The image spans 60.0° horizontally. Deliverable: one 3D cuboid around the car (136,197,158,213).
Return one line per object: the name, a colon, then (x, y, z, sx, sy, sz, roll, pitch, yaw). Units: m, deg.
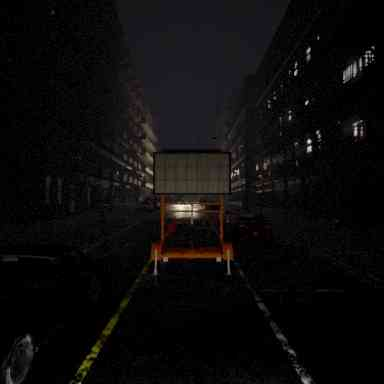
car: (-5.276, 1.615, 37.817, 1.752, 1.417, 4.829, 2, 0, 0)

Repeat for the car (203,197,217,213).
car: (2.604, 1.634, 37.919, 1.887, 1.381, 4.507, 1, 0, 0)

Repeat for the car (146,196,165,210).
car: (-5.267, 1.423, 43.519, 2.192, 1.841, 5.009, 2, 0, 0)

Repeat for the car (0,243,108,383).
car: (-2.850, 1.609, 5.340, 1.895, 1.301, 4.718, 0, 0, 0)

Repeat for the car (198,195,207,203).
car: (2.597, 1.598, 82.167, 2.192, 1.841, 5.009, 1, 0, 0)

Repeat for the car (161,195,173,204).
car: (-5.254, 1.541, 71.170, 2.192, 1.841, 5.009, 1, 0, 0)

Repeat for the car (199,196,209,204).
car: (2.631, 1.666, 71.105, 1.967, 1.590, 4.097, 1, 0, 0)

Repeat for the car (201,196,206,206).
car: (2.606, 1.658, 43.451, 2.008, 1.369, 4.403, 1, 0, 0)

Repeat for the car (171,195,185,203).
car: (-2.714, 1.446, 70.950, 2.150, 2.045, 5.566, 0, 0, 0)

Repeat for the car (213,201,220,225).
car: (2.596, 1.566, 21.499, 1.752, 1.417, 4.829, 1, 0, 0)

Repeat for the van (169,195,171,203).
van: (-5.261, 1.515, 60.109, 1.690, 1.788, 3.998, 1, 0, 0)

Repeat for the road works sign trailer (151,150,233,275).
road works sign trailer: (0.002, 0.481, 10.467, 2.380, 3.560, 2.880, 0, 0, 0)

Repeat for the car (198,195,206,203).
car: (2.615, 1.718, 60.043, 1.887, 1.381, 4.507, 1, 0, 0)

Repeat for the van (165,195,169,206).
van: (-5.263, 1.490, 54.577, 1.690, 1.788, 3.998, 2, 0, 0)

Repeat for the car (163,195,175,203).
car: (-5.251, 1.569, 76.700, 2.192, 1.841, 5.009, 1, 0, 0)

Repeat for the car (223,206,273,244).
car: (2.593, 1.573, 15.797, 1.887, 1.381, 4.507, 1, 0, 0)
